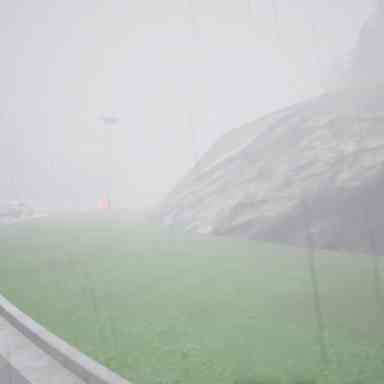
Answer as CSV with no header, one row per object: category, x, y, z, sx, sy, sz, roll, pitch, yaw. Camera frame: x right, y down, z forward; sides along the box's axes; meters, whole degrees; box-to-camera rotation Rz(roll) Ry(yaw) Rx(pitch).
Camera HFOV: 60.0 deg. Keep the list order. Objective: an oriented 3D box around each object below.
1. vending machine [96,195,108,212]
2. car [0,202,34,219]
vending machine,-11.452,1.452,42.246,1.100,2.100,0.880,0,0,15
car,-16.454,1.670,31.071,1.812,1.442,4.674,0,0,-3
